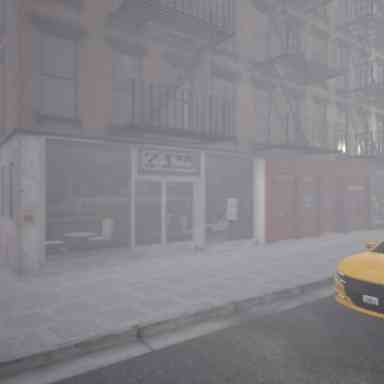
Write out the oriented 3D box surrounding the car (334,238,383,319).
[{"bbox_3d":[4.939,1.483,6.827,5.008,1.535,1.882,0,0,-35],"label":"car"}]
